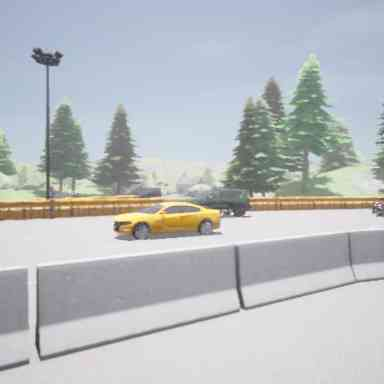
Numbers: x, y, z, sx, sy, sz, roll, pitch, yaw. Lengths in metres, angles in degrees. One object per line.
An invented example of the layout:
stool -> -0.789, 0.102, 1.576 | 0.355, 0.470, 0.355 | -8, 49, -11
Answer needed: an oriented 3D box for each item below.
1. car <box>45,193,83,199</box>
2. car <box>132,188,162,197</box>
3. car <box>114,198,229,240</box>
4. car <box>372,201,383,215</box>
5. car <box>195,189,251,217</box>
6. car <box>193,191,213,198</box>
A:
car -> -13.787, 0.856, 35.653 | 2.128, 1.511, 4.902 | 1, 1, 25
car -> -6.682, 0.356, 50.358 | 2.150, 2.045, 5.566 | 1, 1, 28
car -> -1.034, 1.209, 15.235 | 5.008, 1.535, 1.882 | 0, 1, -27
car -> 15.921, 0.905, 24.761 | 4.553, 1.767, 2.097 | 0, 1, -9
car -> 1.639, 0.807, 24.317 | 5.566, 2.045, 2.150 | 0, 1, -21
car -> 2.276, 0.466, 65.137 | 1.994, 1.385, 4.181 | 1, 1, 34
